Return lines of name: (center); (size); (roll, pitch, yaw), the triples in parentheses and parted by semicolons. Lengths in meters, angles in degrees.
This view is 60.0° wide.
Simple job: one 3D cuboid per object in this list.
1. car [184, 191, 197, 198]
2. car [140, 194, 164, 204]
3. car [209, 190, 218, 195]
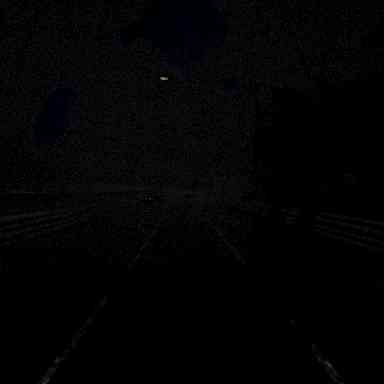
car: (-0.287, 0.581, 69.641); (1.812, 1.442, 4.674); (1, 1, 14)
car: (-5.717, 0.926, 48.260); (2.033, 1.411, 5.357); (1, 1, 14)
car: (6.115, 0.077, 94.842); (2.097, 1.767, 4.553); (1, 1, 14)
